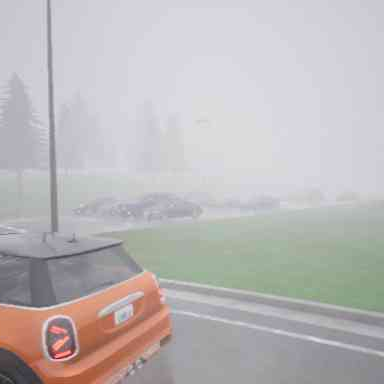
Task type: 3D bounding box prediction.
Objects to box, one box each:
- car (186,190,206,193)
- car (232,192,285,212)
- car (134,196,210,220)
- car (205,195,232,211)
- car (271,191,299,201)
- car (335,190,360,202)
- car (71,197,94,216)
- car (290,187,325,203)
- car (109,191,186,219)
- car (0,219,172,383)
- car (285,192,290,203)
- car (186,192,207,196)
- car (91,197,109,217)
[{"bbox_3d":[-0.393,0.845,39.450,5.566,2.045,2.150,-2,1,-44],"label":"car"},{"bbox_3d":[6.373,1.026,31.395,5.008,1.535,1.882,-2,1,-44],"label":"car"},{"bbox_3d":[-1.339,1.284,23.884,4.902,1.511,2.128,-2,1,-44],"label":"car"},{"bbox_3d":[3.598,1.190,33.572,4.718,1.301,1.895,-2,1,-44],"label":"car"},{"bbox_3d":[15.370,0.671,54.693,5.357,1.411,2.033,-2,1,-44],"label":"car"},{"bbox_3d":[21.666,0.571,46.192,4.892,1.490,1.837,-1,0,-44],"label":"car"},{"bbox_3d":[-8.938,1.246,31.128,4.553,1.767,2.097,-2,1,-44],"label":"car"},{"bbox_3d":[16.277,0.411,45.877,5.566,2.045,2.150,-1,1,-44],"label":"car"},{"bbox_3d":[-3.438,1.034,26.709,5.566,2.045,2.150,-2,1,-44],"label":"car"},{"bbox_3d":[-2.622,1.360,4.556,4.553,1.767,2.097,-1,1,27],"label":"car"},{"bbox_3d":[13.746,0.785,48.296,4.181,1.385,1.994,-2,1,-44],"label":"car"},{"bbox_3d":[0.652,1.127,35.589,4.902,1.511,2.128,-2,1,-44],"label":"car"},{"bbox_3d":[-5.977,1.372,29.129,4.674,1.442,1.812,-2,1,-44],"label":"car"}]
